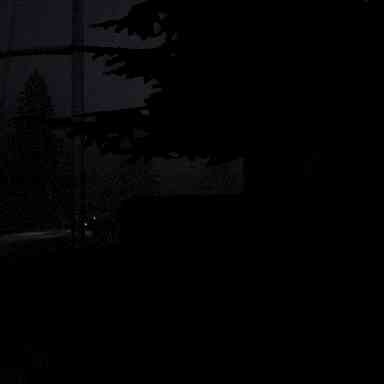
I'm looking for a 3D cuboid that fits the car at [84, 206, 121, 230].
[{"bbox_3d":[-4.971,1.586,21.363,1.895,1.301,4.718,0,0,36],"label":"car"}]
